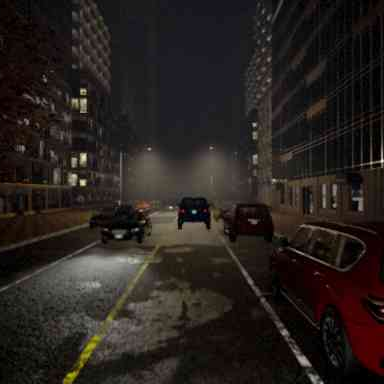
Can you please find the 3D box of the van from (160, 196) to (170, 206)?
[{"bbox_3d":[-5.571,1.828,68.170,1.690,1.788,3.998,0,0,0],"label":"van"}]

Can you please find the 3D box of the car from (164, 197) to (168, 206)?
[{"bbox_3d":[-5.582,1.994,62.476,1.887,1.381,4.507,0,0,0],"label":"car"}]

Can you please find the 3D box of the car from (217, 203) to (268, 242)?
[{"bbox_3d":[2.723,1.444,16.915,2.192,1.841,5.009,0,0,0],"label":"car"}]

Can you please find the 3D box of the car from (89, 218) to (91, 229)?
[{"bbox_3d":[-5.649,1.722,22.631,2.008,1.369,4.403,0,0,0],"label":"car"}]

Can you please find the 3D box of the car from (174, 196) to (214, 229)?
[{"bbox_3d":[0.143,1.394,23.427,2.150,2.045,5.566,0,-1,0],"label":"car"}]

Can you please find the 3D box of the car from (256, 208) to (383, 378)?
[{"bbox_3d":[2.704,1.359,5.531,2.192,1.841,5.009,0,0,0],"label":"car"}]

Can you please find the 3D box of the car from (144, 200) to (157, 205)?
[{"bbox_3d":[-5.620,1.875,39.706,1.802,1.307,4.206,0,0,0],"label":"car"}]

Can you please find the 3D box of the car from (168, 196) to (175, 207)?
[{"bbox_3d":[-2.897,1.940,61.333,1.882,1.535,5.008,0,0,0],"label":"car"}]

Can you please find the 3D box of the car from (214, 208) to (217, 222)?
[{"bbox_3d":[2.742,1.739,28.467,1.752,1.417,4.829,0,0,0],"label":"car"}]

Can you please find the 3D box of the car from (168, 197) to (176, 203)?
[{"bbox_3d":[-5.533,2.076,90.937,1.967,1.590,4.097,0,0,0],"label":"car"}]

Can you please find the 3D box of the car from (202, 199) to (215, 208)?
[{"bbox_3d":[2.789,1.976,56.757,1.947,1.339,4.313,0,0,0],"label":"car"}]

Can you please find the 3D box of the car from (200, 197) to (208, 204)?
[{"bbox_3d":[2.828,2.002,79.524,1.967,1.590,4.097,0,0,0],"label":"car"}]

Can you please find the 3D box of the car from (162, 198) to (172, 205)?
[{"bbox_3d":[-5.563,2.107,73.861,1.802,1.307,4.206,0,0,0],"label":"car"}]

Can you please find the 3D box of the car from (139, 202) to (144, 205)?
[{"bbox_3d":[-5.640,1.778,28.324,1.947,1.339,4.313,0,0,0],"label":"car"}]

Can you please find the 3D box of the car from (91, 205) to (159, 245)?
[{"bbox_3d":[-3.072,1.617,16.432,2.128,1.511,4.902,0,0,0],"label":"car"}]

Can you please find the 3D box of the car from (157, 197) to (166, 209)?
[{"bbox_3d":[-5.601,1.922,51.092,2.008,1.369,4.403,0,0,0],"label":"car"}]

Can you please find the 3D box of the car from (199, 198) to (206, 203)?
[{"bbox_3d":[2.846,2.217,90.908,1.802,1.307,4.206,0,0,0],"label":"car"}]

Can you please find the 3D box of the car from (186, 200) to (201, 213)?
[{"bbox_3d":[0.171,1.813,41.960,1.837,1.490,4.892,0,0,0],"label":"car"}]
